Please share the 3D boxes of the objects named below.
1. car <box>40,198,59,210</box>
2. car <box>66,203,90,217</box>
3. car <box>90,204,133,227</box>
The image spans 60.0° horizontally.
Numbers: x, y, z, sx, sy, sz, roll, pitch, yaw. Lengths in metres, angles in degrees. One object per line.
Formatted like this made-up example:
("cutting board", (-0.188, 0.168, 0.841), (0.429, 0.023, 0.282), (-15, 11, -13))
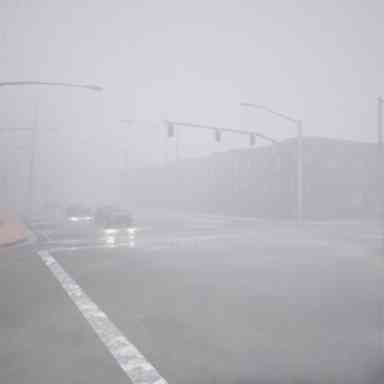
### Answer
("car", (-22.707, 2.050, 53.716), (2.033, 1.411, 5.357), (0, -1, -30))
("car", (-12.131, 1.886, 35.502), (1.994, 1.385, 4.181), (0, -1, -31))
("car", (-5.992, 1.723, 25.037), (1.837, 1.490, 4.892), (0, -1, -30))
